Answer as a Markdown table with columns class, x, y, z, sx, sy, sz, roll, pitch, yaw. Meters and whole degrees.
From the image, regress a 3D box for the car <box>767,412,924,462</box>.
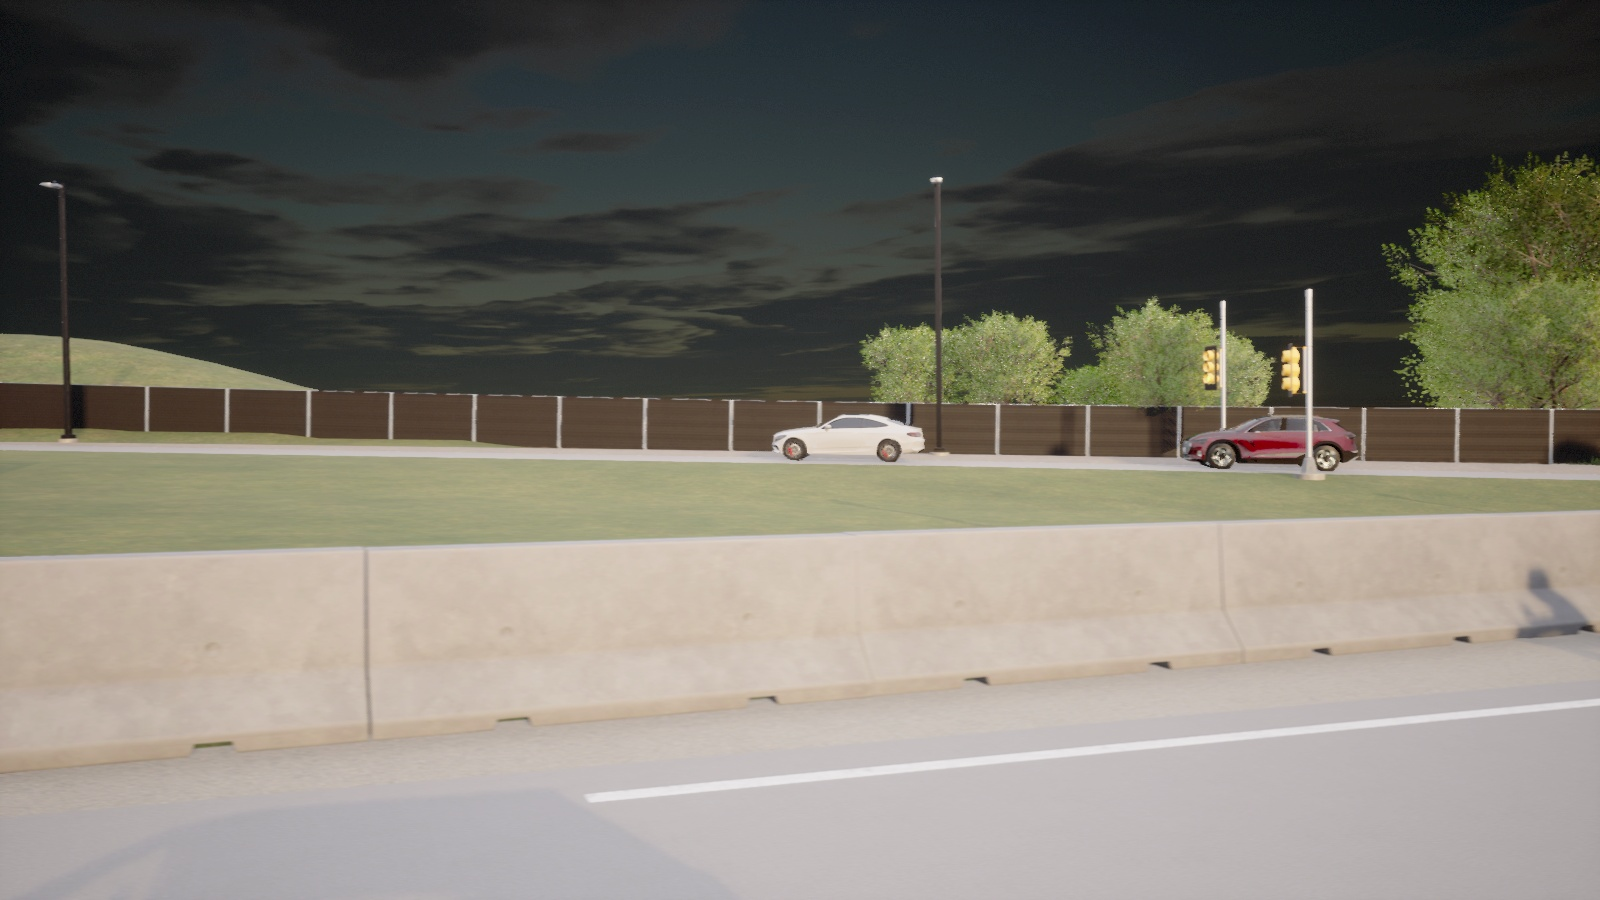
| class | x | y | z | sx | sy | sz | roll | pitch | yaw |
| --- | --- | --- | --- | --- | --- | --- | --- | --- | --- |
| car | 1.445 | -0.411 | 38.439 | 4.674 | 1.442 | 1.812 | 0 | 2 | 6 |

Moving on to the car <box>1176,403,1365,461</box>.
| class | x | y | z | sx | sy | sz | roll | pitch | yaw |
| --- | --- | --- | --- | --- | --- | --- | --- | --- | --- |
| car | 13.807 | -0.538 | 37.105 | 4.856 | 1.649 | 2.033 | 0 | 2 | 6 |
